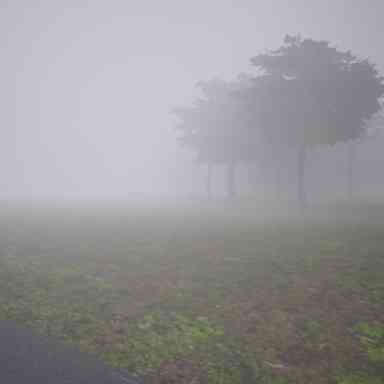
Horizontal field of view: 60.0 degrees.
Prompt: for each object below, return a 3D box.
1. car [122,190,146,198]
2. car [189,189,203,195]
[{"bbox_3d":[-11.591,0.383,66.931,2.033,1.411,5.357,2,2,36],"label":"car"},{"bbox_3d":[1.139,0.050,84.690,1.994,1.385,4.181,2,2,36],"label":"car"}]
